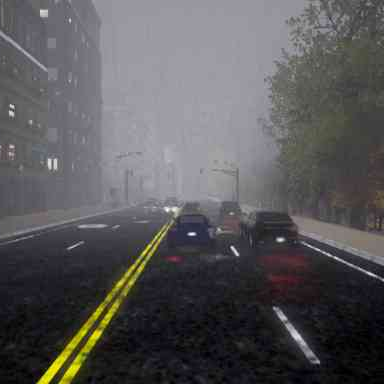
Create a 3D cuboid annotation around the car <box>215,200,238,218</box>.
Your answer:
[{"bbox_3d":[3.250,1.517,29.650,1.837,1.490,4.892,0,0,0],"label":"car"}]

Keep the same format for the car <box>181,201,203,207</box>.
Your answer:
[{"bbox_3d":[0.000,1.533,29.650,1.812,1.442,4.674,0,0,0],"label":"car"}]

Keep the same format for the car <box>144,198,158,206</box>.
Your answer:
[{"bbox_3d":[-6.500,1.615,53.651,2.033,1.411,5.357,0,0,0],"label":"car"}]

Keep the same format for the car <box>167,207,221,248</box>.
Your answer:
[{"bbox_3d":[0.000,1.570,14.650,1.994,1.385,4.181,0,0,0],"label":"car"}]

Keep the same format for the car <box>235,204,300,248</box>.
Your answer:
[{"bbox_3d":[3.250,1.514,14.650,1.837,1.490,4.892,0,0,0],"label":"car"}]

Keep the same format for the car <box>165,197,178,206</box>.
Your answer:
[{"bbox_3d":[-3.250,1.533,53.651,2.128,1.511,4.902,0,0,0],"label":"car"}]
